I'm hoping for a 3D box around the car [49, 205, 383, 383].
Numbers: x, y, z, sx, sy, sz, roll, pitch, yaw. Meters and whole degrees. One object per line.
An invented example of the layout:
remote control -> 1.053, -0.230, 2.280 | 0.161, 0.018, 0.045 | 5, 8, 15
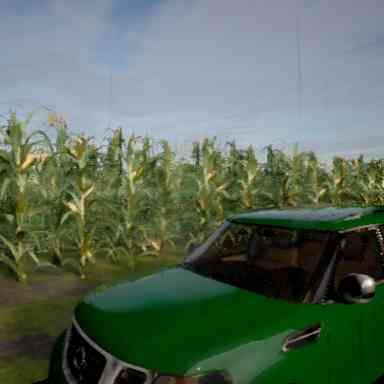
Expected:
car -> 1.335, 1.220, 4.015 | 5.566, 2.045, 2.150 | 0, 0, -35
